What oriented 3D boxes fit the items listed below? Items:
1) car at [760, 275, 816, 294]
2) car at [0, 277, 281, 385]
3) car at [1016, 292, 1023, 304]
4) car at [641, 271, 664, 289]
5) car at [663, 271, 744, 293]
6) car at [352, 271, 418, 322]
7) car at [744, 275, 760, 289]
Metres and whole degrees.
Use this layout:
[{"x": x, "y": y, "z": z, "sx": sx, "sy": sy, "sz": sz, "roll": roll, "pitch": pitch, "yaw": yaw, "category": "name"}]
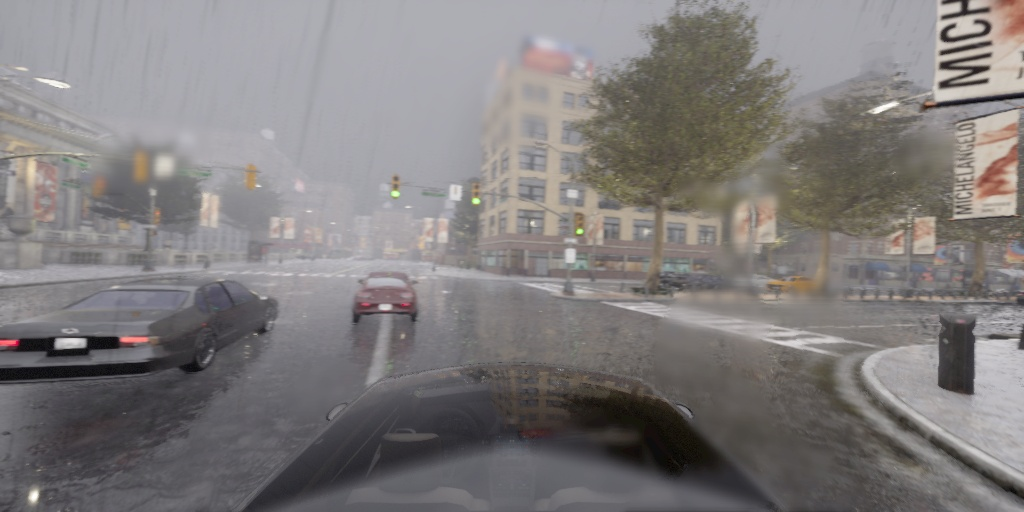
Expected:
[{"x": 24.493, "y": 2.498, "z": 31.086, "sx": 5.008, "sy": 1.535, "sz": 1.882, "roll": 2, "pitch": -1, "yaw": -18, "category": "car"}, {"x": -6.142, "y": 1.108, "z": 6.764, "sx": 2.033, "sy": 1.411, "sz": 5.357, "roll": 2, "pitch": -1, "yaw": -18, "category": "car"}, {"x": 42.388, "y": 3.262, "z": 28.370, "sx": 4.181, "sy": 1.385, "sz": 1.994, "roll": 2, "pitch": -1, "yaw": -18, "category": "car"}, {"x": 13.636, "y": 2.085, "z": 31.264, "sx": 4.902, "sy": 1.511, "sz": 2.128, "roll": 2, "pitch": -1, "yaw": -18, "category": "car"}, {"x": 14.949, "y": 2.160, "z": 28.022, "sx": 5.357, "sy": 1.411, "sz": 2.033, "roll": 2, "pitch": -1, "yaw": -18, "category": "car"}, {"x": -4.140, "y": 1.219, "z": 11.950, "sx": 1.812, "sy": 1.442, "sz": 4.674, "roll": 2, "pitch": -1, "yaw": -18, "category": "car"}, {"x": 23.188, "y": 2.528, "z": 34.345, "sx": 4.674, "sy": 1.442, "sz": 1.812, "roll": 2, "pitch": -1, "yaw": -17, "category": "car"}]
